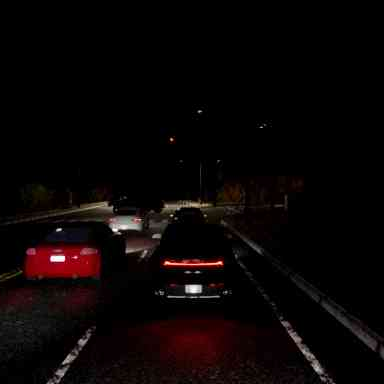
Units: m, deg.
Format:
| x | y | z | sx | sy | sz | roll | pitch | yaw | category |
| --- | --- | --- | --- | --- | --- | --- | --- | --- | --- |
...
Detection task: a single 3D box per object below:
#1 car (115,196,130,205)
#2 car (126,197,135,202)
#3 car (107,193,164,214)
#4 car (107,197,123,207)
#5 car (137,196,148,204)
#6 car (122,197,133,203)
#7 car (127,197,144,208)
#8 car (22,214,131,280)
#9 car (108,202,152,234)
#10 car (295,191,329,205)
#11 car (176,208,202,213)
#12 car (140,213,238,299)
| x | y | z | sx | sy | sz | roll | pitch | yaw | category |
| --- | --- | --- | --- | --- | --- | --- | --- | --- | --- |
| -12.928 | 1.615 | 61.982 | 2.128 | 1.511 | 4.902 | 0 | 0 | -5 | car |
| -15.171 | 1.806 | 81.953 | 1.895 | 1.301 | 4.718 | 0 | 0 | -8 | car |
| -5.043 | 1.141 | 31.888 | 2.150 | 2.045 | 5.566 | -1 | 1 | 35 | car |
| -12.128 | 1.615 | 52.893 | 1.812 | 1.442 | 4.674 | 0 | 0 | -5 | car |
| -10.556 | 1.684 | 71.054 | 2.128 | 1.511 | 4.902 | 0 | 0 | -6 | car |
| -13.901 | 1.714 | 71.708 | 1.994 | 1.385 | 4.181 | 0 | 0 | -7 | car |
| -8.811 | 1.578 | 52.228 | 2.128 | 1.511 | 4.902 | 0 | 0 | -5 | car |
| -3.259 | 1.570 | 9.978 | 1.994 | 1.385 | 4.181 | 0 | 0 | -1 | car |
| -3.479 | 1.540 | 18.722 | 1.812 | 1.442 | 4.674 | 0 | 0 | -3 | car |
| 13.333 | 0.687 | 38.372 | 4.674 | 1.442 | 1.812 | -3 | 0 | -2 | car |
| -0.179 | 1.561 | 17.853 | 2.033 | 1.411 | 5.357 | 0 | 0 | -2 | car |
| 0.013 | 1.509 | 8.446 | 1.837 | 1.490 | 4.892 | 0 | 0 | 0 | car |
